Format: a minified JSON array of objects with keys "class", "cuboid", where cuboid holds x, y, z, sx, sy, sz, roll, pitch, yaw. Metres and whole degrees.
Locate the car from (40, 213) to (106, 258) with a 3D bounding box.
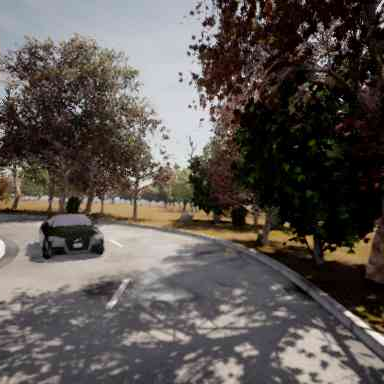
[{"class":"car","cuboid":[-4.641,1.524,12.656,1.994,1.385,4.181,1,1,-28]}]
